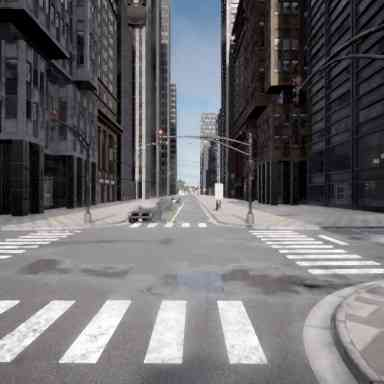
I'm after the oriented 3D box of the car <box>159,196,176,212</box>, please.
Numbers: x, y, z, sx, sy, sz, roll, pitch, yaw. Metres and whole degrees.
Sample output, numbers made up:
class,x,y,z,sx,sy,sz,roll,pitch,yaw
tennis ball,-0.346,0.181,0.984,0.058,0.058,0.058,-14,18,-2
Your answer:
class,x,y,z,sx,sy,sz,roll,pitch,yaw
car,-3.184,1.519,39.395,1.837,1.490,4.892,0,0,0

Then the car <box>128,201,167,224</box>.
class,x,y,z,sx,sy,sz,roll,pitch,yaw
car,-3.355,1.607,24.701,1.895,1.301,4.718,0,0,4

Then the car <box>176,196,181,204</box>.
class,x,y,z,sx,sy,sz,roll,pitch,yaw
car,-3.160,1.523,62.712,2.128,1.511,4.902,0,0,0
